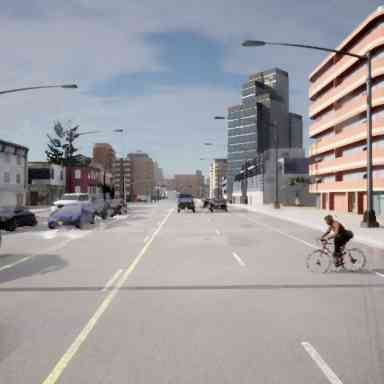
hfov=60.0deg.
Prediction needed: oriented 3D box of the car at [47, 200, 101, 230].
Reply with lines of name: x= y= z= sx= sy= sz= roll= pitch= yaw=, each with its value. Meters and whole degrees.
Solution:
car: x=-7.481 y=1.494 z=21.109 sx=1.812 sy=1.442 sz=4.674 roll=0 pitch=0 yaw=-1

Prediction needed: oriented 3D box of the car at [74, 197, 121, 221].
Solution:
car: x=-7.503 y=1.385 z=26.937 sx=2.128 sy=1.511 sz=4.902 roll=0 pitch=0 yaw=-1

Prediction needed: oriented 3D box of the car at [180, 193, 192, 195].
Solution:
car: x=-0.870 y=1.139 z=47.536 sx=2.150 sy=2.045 sz=5.566 roll=0 pitch=-1 yaw=-1

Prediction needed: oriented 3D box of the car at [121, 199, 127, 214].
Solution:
car: x=-7.672 y=1.424 z=33.122 sx=1.837 sy=1.490 sz=4.892 roll=0 pitch=0 yaw=-1

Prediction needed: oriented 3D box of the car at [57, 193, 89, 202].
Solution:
car: x=-11.147 y=1.148 z=31.246 sx=2.150 sy=2.045 sz=5.566 roll=0 pitch=0 yaw=0

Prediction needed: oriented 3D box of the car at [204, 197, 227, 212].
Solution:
car: x=2.886 y=1.392 z=37.815 sx=2.128 sy=1.511 sz=4.902 roll=0 pitch=0 yaw=-1

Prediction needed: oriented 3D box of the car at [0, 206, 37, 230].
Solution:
car: x=-10.957 y=1.538 z=19.728 sx=1.994 sy=1.385 sz=4.181 roll=0 pitch=0 yaw=-1

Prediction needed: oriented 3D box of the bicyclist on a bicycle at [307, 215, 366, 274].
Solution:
bicyclist on a bicycle: x=3.947 y=1.456 z=9.151 sx=1.656 sy=1.620 sz=0.582 roll=-2 pitch=0 yaw=-1

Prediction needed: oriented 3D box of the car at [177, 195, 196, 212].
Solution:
car: x=-0.624 y=1.410 z=36.852 sx=1.837 sy=1.490 sz=4.892 roll=0 pitch=0 yaw=-1

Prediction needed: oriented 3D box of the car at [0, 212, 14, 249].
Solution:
car: x=-7.270 y=1.535 z=9.461 sx=1.812 sy=1.442 sz=4.674 roll=0 pitch=0 yaw=-1

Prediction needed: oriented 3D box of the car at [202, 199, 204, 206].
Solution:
car: x=2.623 y=1.418 z=48.770 sx=2.128 sy=1.511 sz=4.902 roll=0 pitch=-1 yaw=-1
